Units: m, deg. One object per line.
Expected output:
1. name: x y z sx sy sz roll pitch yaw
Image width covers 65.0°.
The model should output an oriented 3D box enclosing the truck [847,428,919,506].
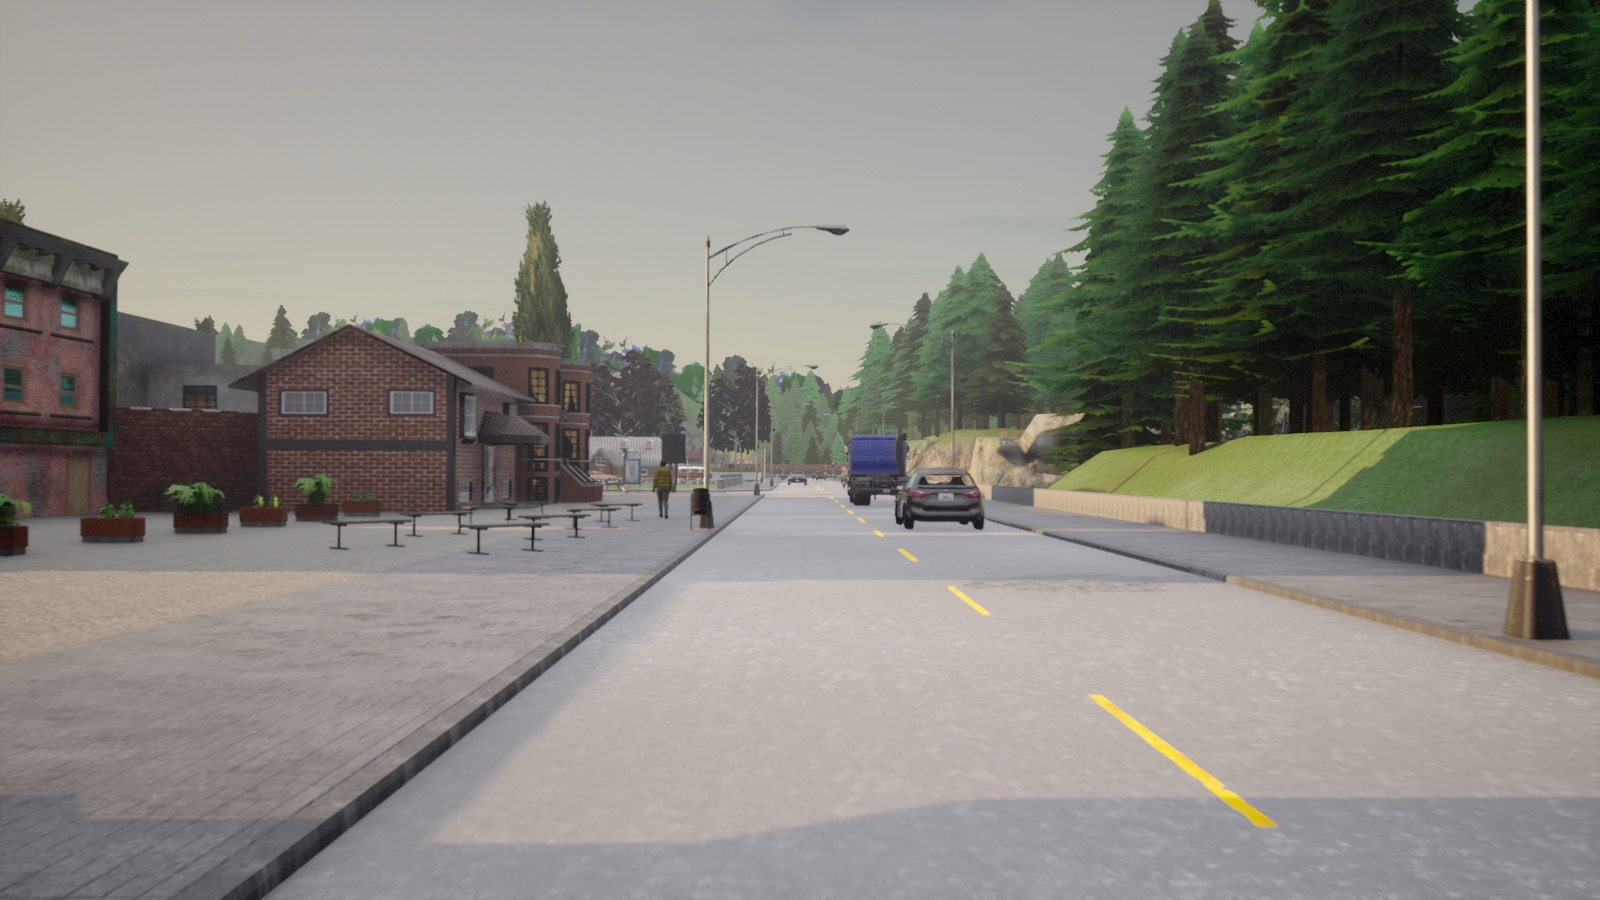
1. truck: 3.857 0.824 60.153 2.891 3.462 7.936 0 -1 0

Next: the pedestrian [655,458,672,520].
1. pedestrian: -4.139 1.179 38.121 0.370 1.835 0.726 0 -1 -17

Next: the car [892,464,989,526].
1. car: 3.917 1.244 35.863 2.242 1.667 4.611 0 -1 0
